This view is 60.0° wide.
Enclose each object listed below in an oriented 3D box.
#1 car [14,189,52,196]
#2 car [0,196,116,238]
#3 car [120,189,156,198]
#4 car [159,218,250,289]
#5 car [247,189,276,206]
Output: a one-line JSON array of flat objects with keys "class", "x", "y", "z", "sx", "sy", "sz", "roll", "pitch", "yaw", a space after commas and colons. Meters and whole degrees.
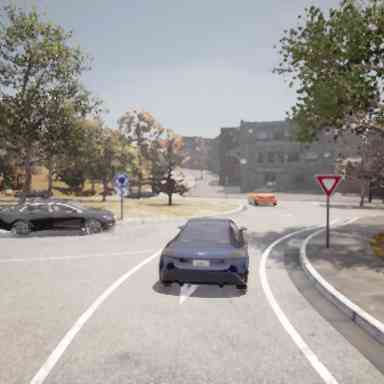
[{"class": "car", "x": -22.148, "y": 0.269, "z": 46.470, "sx": 4.902, "sy": 1.511, "sz": 2.128, "roll": 0, "pitch": 1, "yaw": -39}, {"class": "car", "x": -5.957, "y": 1.122, "z": 14.974, "sx": 4.902, "sy": 1.511, "sz": 2.128, "roll": 0, "pitch": 2, "yaw": -13}, {"class": "car", "x": -8.208, "y": 0.300, "z": 50.594, "sx": 5.357, "sy": 1.411, "sz": 2.033, "roll": 0, "pitch": 1, "yaw": 7}, {"class": "car", "x": 0.490, "y": 1.361, "z": 8.744, "sx": 1.994, "sy": 1.385, "sz": 4.181, "roll": 0, "pitch": 2, "yaw": 9}, {"class": "car", "x": 7.120, "y": 0.442, "z": 34.356, "sx": 2.097, "sy": 1.767, "sz": 4.553, "roll": 0, "pitch": 2, "yaw": -2}]
